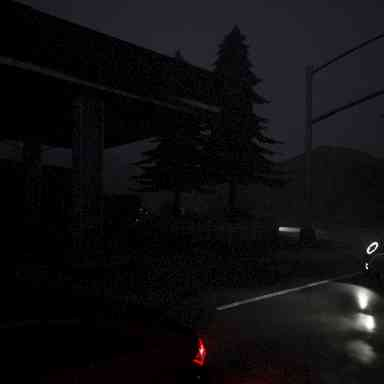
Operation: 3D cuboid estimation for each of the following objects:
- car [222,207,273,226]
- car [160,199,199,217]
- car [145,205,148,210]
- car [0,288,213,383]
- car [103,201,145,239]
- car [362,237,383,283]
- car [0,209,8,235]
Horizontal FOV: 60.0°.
[{"bbox_3d":[4.098,1.814,25.028,1.994,1.385,4.181,1,0,-35],"label":"car"},{"bbox_3d":[-1.321,1.539,32.667,2.097,1.767,4.553,1,0,-36],"label":"car"},{"bbox_3d":[-7.470,1.662,41.332,2.033,1.411,5.357,1,0,-35],"label":"car"},{"bbox_3d":[-1.843,1.620,2.692,4.181,1.385,1.994,1,-1,-36],"label":"car"},{"bbox_3d":[-4.521,1.445,18.298,1.905,1.878,3.866,1,0,-36],"label":"car"},{"bbox_3d":[6.503,1.427,8.725,4.553,1.767,2.097,1,0,-34],"label":"car"},{"bbox_3d":[-11.652,1.520,18.480,2.242,1.667,4.611,1,0,-36],"label":"car"}]
